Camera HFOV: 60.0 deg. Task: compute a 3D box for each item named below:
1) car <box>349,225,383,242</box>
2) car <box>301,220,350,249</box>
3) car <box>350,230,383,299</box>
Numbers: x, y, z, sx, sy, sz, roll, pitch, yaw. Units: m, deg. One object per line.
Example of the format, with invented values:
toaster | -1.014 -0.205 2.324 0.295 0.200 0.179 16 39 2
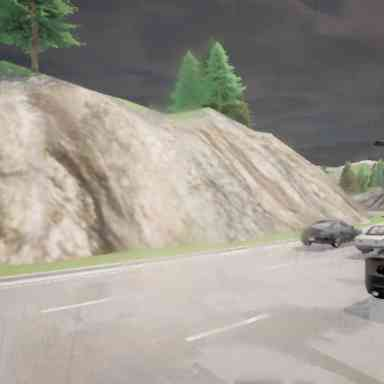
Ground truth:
car | 9.333 2.137 15.216 4.718 1.301 1.895 1 -4 -41
car | 7.889 2.284 18.678 4.674 1.442 1.812 1 -4 -41
car | 6.160 1.742 8.204 5.008 1.535 1.882 1 -3 -38
